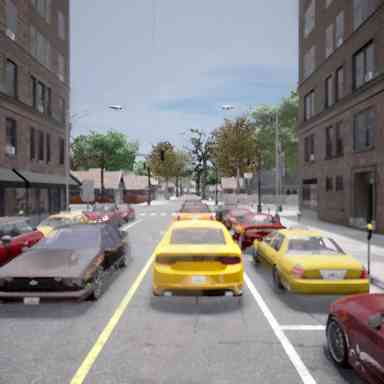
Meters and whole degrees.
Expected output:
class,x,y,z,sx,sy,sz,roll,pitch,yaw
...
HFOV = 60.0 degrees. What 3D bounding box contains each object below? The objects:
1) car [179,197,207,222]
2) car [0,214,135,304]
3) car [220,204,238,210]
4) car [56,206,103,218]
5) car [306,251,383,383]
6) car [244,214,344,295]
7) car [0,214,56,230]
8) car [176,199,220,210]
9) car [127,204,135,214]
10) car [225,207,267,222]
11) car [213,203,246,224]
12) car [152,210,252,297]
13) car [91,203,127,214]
class,x,y,z,sx,sy,sz,roll,pitch,yaw
car,0.085,1.316,26.636,2.097,1.767,4.553,0,0,0
car,-2.825,1.534,8.531,2.033,1.411,5.357,0,0,0
car,2.698,1.555,19.431,1.802,1.307,4.206,0,0,0
car,-5.346,1.505,13.766,1.752,1.417,4.829,0,0,0
car,2.644,1.577,2.877,1.802,1.307,4.206,0,0,0
car,2.662,1.512,8.565,1.752,1.417,4.829,0,0,0
car,-5.363,1.427,8.418,1.967,1.590,4.097,0,0,0
car,0.156,1.327,17.794,2.097,1.767,4.553,0,0,0
car,-5.310,1.548,24.974,1.802,1.307,4.206,0,0,0
car,2.680,1.524,13.913,1.887,1.381,4.507,0,0,0
car,2.716,1.532,24.950,1.947,1.339,4.313,0,0,0
car,0.129,1.464,8.612,1.882,1.535,5.008,0,0,0
car,-5.327,1.413,19.455,1.967,1.590,4.097,0,0,0
